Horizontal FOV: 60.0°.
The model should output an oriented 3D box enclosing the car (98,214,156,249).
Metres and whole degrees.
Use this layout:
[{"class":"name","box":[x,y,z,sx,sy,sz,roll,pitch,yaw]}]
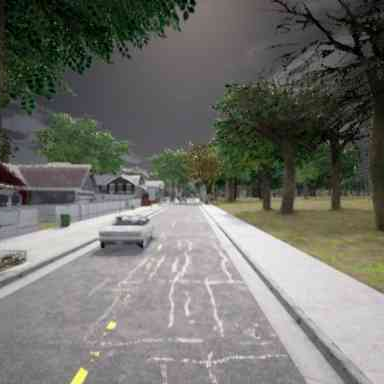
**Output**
[{"class":"car","box":[-2.851,1.722,15.339,1.895,1.301,4.718,0,0,0]}]
